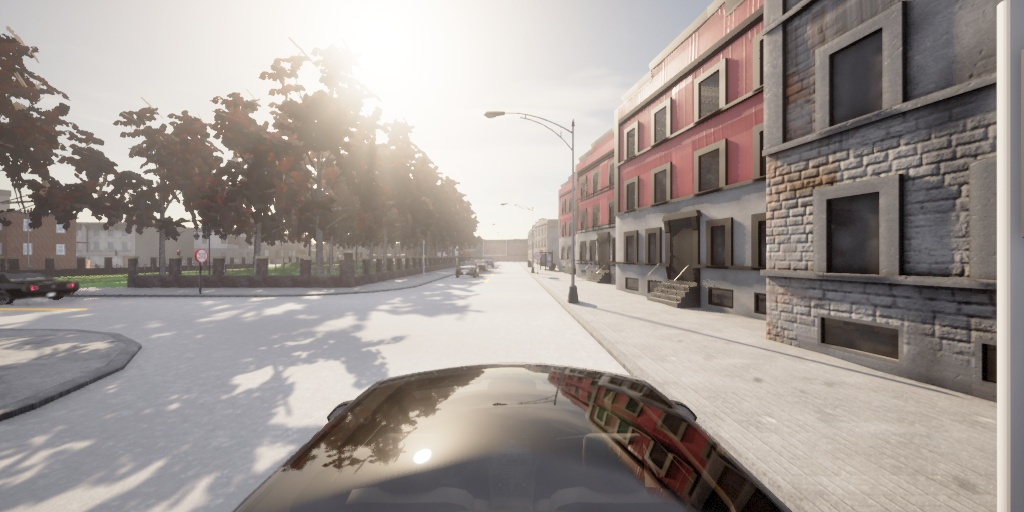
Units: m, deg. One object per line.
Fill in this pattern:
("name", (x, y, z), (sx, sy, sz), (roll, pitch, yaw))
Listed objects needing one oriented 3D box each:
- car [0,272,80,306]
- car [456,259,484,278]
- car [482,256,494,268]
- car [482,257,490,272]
("car", (-21.891, 1.356, 15.360), (4.718, 1.301, 1.895), (0, 0, 1))
("car", (-4.181, 1.253, 34.195), (2.128, 1.511, 4.902), (0, 0, 0))
("car", (-4.170, 0.995, 60.614), (2.150, 2.045, 5.566), (0, 0, 0))
("car", (-4.205, 1.243, 45.917), (1.882, 1.535, 5.008), (0, 0, 0))
